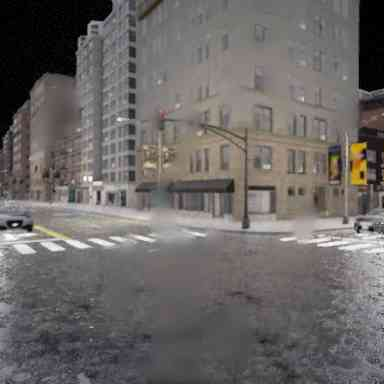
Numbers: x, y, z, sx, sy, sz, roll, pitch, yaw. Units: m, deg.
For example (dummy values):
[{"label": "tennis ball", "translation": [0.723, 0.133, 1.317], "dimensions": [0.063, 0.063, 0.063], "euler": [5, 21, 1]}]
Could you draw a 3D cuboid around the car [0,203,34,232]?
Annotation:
[{"label": "car", "translation": [-10.591, 1.556, 19.358], "dimensions": [1.994, 1.385, 4.181], "euler": [0, 0, -36]}]

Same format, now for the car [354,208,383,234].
[{"label": "car", "translation": [11.670, 1.747, 19.998], "dimensions": [4.902, 1.511, 2.128], "euler": [1, -1, -35]}]

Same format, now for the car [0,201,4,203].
[{"label": "car", "translation": [-15.748, 1.492, 26.548], "dimensions": [1.837, 1.490, 4.892], "euler": [0, 0, -36]}]
